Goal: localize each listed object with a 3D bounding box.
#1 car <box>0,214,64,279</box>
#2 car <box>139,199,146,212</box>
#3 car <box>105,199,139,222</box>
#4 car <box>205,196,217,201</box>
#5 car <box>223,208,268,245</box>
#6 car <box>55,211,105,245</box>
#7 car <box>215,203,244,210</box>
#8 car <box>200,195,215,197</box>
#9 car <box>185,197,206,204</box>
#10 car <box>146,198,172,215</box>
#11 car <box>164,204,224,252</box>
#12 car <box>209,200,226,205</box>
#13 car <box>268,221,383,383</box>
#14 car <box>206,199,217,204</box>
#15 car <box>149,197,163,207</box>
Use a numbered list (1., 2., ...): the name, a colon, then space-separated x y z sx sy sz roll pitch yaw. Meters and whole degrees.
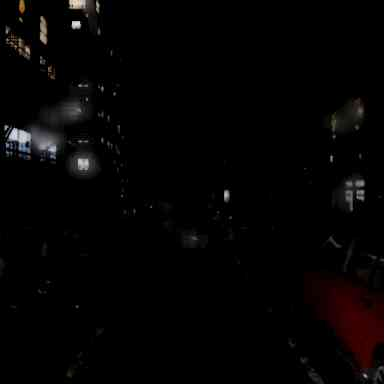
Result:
1. car: -5.694 1.561 9.794 2.008 1.369 4.403 0 0 0
2. car: -5.709 1.505 37.490 1.967 1.590 4.097 0 0 0
3. car: -5.704 1.480 26.411 1.967 1.590 4.097 0 0 0
4. car: 2.669 1.602 43.203 1.752 1.417 4.829 0 0 0
5. car: 2.683 1.600 15.337 1.802 1.307 4.206 0 0 0
6. car: -5.697 1.569 15.333 2.008 1.369 4.403 0 0 0
7. car: 2.680 1.594 20.877 1.947 1.339 4.313 0 0 0
8. car: 2.666 1.403 48.574 2.192 1.841 5.009 0 0 0
9. car: 0.074 1.529 31.696 1.882 1.535 5.008 0 0 0
10. car: -3.116 1.409 34.091 2.097 1.767 4.553 0 0 0
11. car: 0.075 1.493 14.010 1.882 1.535 5.008 0 0 0
12. car: 2.677 1.591 26.414 2.008 1.369 4.403 0 0 0
13. car: 2.690 1.319 4.261 2.192 1.841 5.009 0 0 0
14. car: 2.674 1.618 31.954 1.947 1.339 4.313 0 0 0
15. car: -5.718 1.626 53.939 1.752 1.417 4.829 0 0 0
